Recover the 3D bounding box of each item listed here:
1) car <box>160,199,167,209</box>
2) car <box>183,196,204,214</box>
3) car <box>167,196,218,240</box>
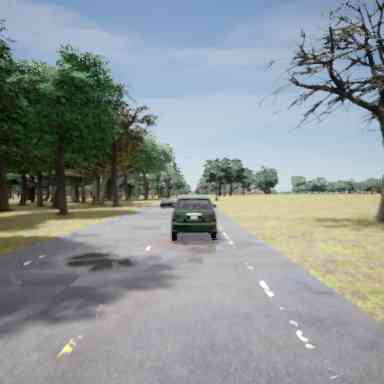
[{"bbox_3d":[-3.426,1.619,46.735,1.895,1.301,4.718,0,0,1],"label":"car"},{"bbox_3d":[0.168,1.353,35.383,2.097,1.767,4.553,0,0,0],"label":"car"},{"bbox_3d":[0.120,1.224,17.267,2.150,2.045,5.566,0,0,1],"label":"car"}]
